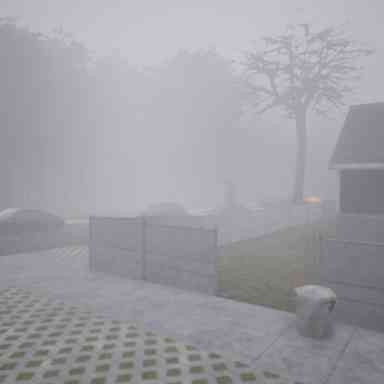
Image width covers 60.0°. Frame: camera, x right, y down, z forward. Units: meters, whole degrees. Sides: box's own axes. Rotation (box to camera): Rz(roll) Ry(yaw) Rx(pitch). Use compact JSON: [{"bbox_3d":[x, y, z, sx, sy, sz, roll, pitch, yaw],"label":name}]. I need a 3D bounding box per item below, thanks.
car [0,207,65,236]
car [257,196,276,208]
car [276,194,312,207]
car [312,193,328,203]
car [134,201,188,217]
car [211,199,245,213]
[{"bbox_3d":[-8.657,1.508,16.507,1.812,1.442,4.674,2,1,36],"label":"car"},{"bbox_3d":[9.916,1.255,42.140,1.994,1.385,4.181,2,2,36],"label":"car"},{"bbox_3d":[12.711,1.248,41.137,2.128,1.511,4.902,2,2,36],"label":"car"},{"bbox_3d":[18.757,0.943,49.565,2.097,1.767,4.553,2,2,36],"label":"car"},{"bbox_3d":[-2.254,1.472,25.380,1.837,1.490,4.892,2,2,36],"label":"car"},{"bbox_3d":[3.757,1.382,33.686,1.812,1.442,4.674,2,2,36],"label":"car"}]
